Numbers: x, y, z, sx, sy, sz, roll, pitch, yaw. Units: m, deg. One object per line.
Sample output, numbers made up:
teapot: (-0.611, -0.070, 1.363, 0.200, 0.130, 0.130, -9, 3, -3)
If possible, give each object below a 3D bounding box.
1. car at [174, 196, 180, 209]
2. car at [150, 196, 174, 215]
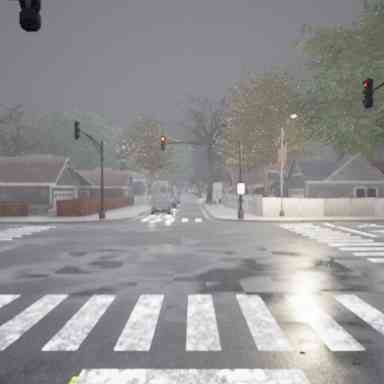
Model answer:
car: (-3.086, 1.415, 45.540, 1.882, 1.535, 5.008, 0, 0, 0)
car: (-3.072, 1.454, 33.744, 1.837, 1.490, 4.892, 0, 0, -2)
